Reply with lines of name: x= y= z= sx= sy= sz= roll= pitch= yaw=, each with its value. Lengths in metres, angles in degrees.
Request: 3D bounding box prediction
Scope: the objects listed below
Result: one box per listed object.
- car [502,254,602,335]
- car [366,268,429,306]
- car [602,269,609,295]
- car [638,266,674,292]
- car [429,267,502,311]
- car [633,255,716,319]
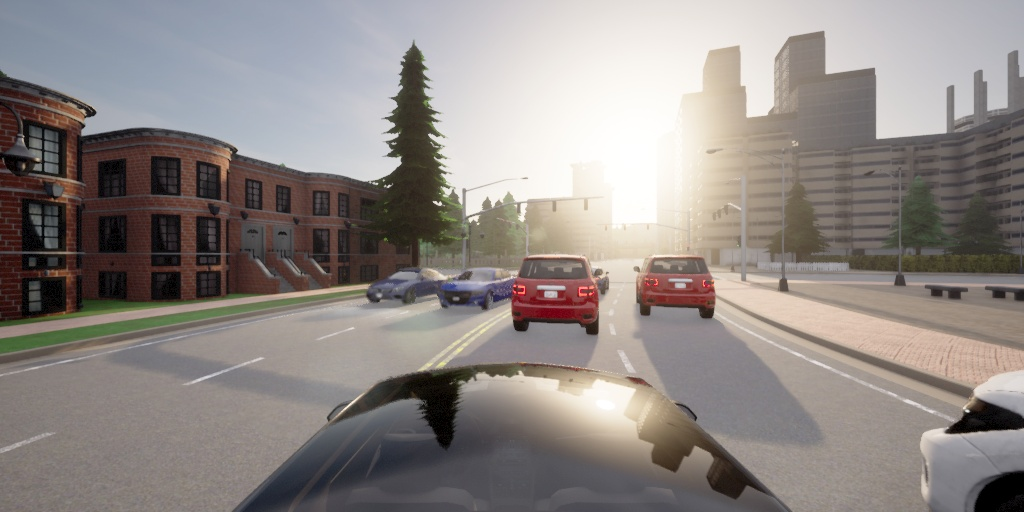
car: x=1.493 y=0.971 z=10.806 sx=2.150 sy=2.045 sz=5.566 roll=0 pitch=0 yaw=13
car: x=-4.466 y=1.275 z=16.179 sx=1.812 sy=1.442 sz=4.674 roll=0 pitch=0 yaw=18
car: x=4.361 y=1.275 z=20.000 sx=1.812 sy=1.442 sz=4.674 roll=0 pitch=0 yaw=19
car: x=8.870 y=1.350 z=22.428 sx=1.895 sy=1.301 sz=4.718 roll=0 pitch=0 yaw=19
car: x=-1.208 y=1.227 z=14.862 sx=1.882 sy=1.535 sz=5.008 roll=0 pitch=0 yaw=17
car: x=5.771 y=0.971 z=13.179 sx=2.150 sy=2.045 sz=5.566 roll=0 pitch=0 yaw=17
